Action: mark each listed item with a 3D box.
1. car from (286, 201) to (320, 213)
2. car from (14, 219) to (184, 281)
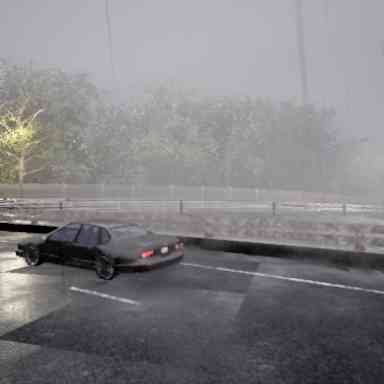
[{"bbox_3d":[14.630,1.966,43.859,4.902,1.511,2.128,3,-1,-25],"label":"car"},{"bbox_3d":[-2.852,1.516,9.726,5.357,1.411,2.033,0,0,31],"label":"car"}]
